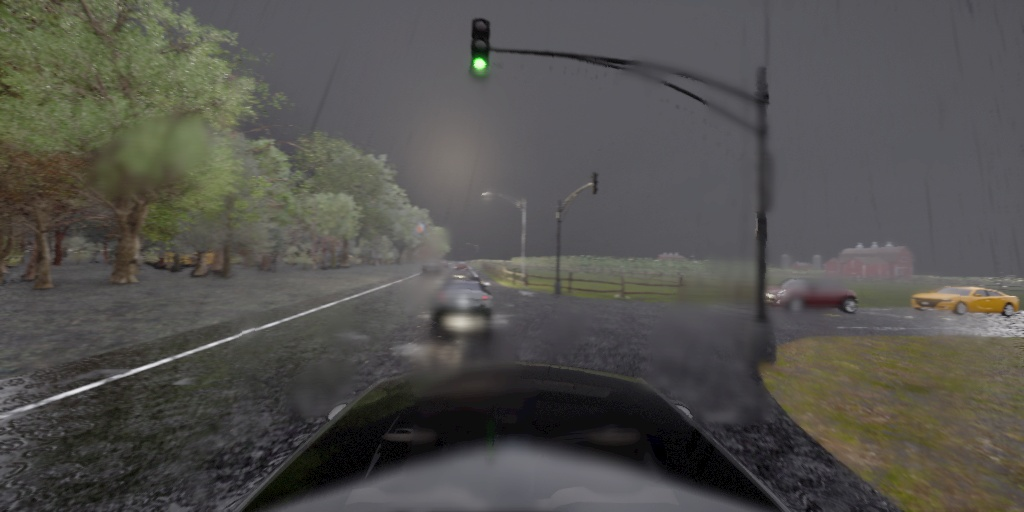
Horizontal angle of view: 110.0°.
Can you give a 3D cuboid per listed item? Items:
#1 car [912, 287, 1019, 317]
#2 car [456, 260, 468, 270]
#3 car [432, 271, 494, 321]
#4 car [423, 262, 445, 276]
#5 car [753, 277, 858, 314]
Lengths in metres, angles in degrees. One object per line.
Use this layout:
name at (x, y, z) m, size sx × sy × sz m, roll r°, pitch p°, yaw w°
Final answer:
car at (25.150, 2.464, 19.968) m, size 5.008 × 1.535 × 1.882 m, roll 2°, pitch -2°, yaw -8°
car at (-8.957, 1.679, 64.726) m, size 2.097 × 1.767 × 4.553 m, roll 2°, pitch -1°, yaw -8°
car at (-1.750, 1.416, 12.939) m, size 1.994 × 1.385 × 4.181 m, roll 2°, pitch -1°, yaw -8°
car at (-9.338, 1.512, 42.496) m, size 1.882 × 1.535 × 5.008 m, roll 2°, pitch -1°, yaw -8°
car at (15.163, 1.956, 18.692) m, size 4.553 × 1.767 × 2.097 m, roll 2°, pitch -2°, yaw -6°
